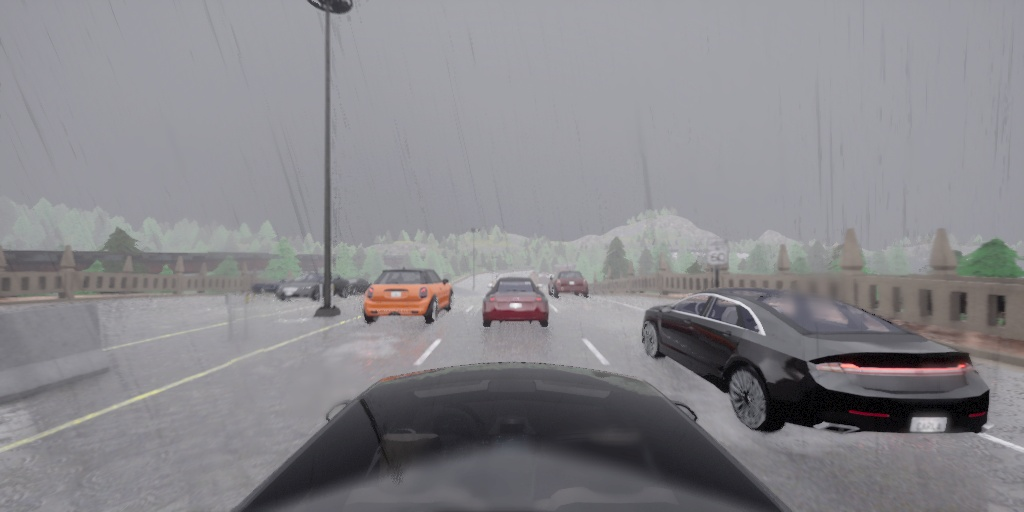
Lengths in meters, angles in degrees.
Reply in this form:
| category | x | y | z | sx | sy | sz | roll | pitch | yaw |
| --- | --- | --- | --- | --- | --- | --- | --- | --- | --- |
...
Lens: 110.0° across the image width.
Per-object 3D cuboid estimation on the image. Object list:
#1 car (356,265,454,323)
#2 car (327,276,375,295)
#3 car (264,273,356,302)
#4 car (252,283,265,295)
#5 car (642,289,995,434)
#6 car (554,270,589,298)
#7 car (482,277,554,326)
| category | x | y | z | sx | sy | sz | roll | pitch | yaw |
| --- | --- | --- | --- | --- | --- | --- | --- | --- | --- |
| car | -3.397 | 1.212 | 12.641 | 2.097 | 1.767 | 4.553 | 0 | -2 | 0 |
| car | -14.078 | 2.676 | 31.723 | 1.882 | 1.535 | 5.008 | 0 | -6 | 0 |
| car | -10.590 | 1.657 | 19.517 | 2.128 | 1.511 | 4.902 | 0 | -3 | 0 |
| car | -17.575 | 2.385 | 27.647 | 1.895 | 1.301 | 4.718 | 0 | -5 | 0 |
| car | 3.600 | 1.244 | 5.517 | 2.128 | 1.511 | 4.902 | 0 | 0 | 0 |
| car | 3.605 | 1.798 | 23.685 | 2.097 | 1.767 | 4.553 | 0 | -4 | 0 |
| car | 0.103 | 1.404 | 11.999 | 1.994 | 1.385 | 4.181 | 0 | -2 | 0 |
